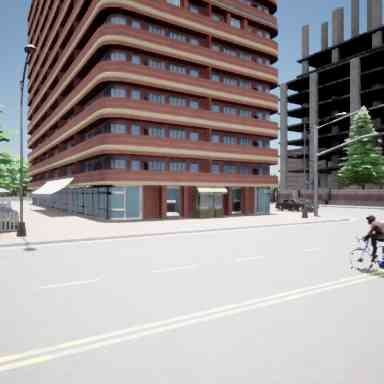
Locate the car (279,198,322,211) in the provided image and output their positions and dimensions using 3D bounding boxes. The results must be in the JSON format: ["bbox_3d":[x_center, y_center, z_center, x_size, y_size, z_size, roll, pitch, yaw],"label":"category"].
[{"bbox_3d":[13.548,1.491,41.705,2.128,1.511,4.902,0,0,-33],"label":"car"}]

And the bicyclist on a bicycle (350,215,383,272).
[{"bbox_3d":[5.020,1.455,9.003,0.582,1.620,1.656,0,-2,-32],"label":"bicyclist on a bicycle"}]

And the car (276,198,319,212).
[{"bbox_3d":[11.789,1.505,37.954,1.837,1.490,4.892,0,0,-32],"label":"car"}]
